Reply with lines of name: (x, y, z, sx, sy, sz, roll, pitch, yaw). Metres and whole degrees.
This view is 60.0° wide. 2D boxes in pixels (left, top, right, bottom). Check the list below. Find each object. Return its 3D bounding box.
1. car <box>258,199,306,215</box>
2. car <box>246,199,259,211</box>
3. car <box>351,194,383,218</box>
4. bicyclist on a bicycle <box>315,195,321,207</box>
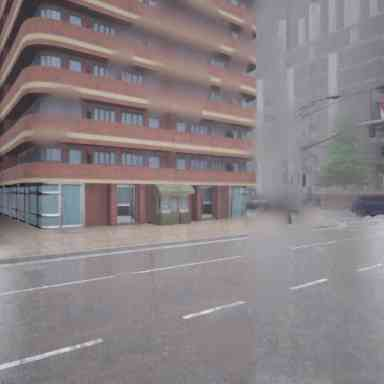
car: (9.002, 1.564, 32.696, 1.994, 1.385, 4.181, 0, 0, -36)
car: (8.404, 1.526, 39.455, 1.812, 1.442, 4.674, 0, 0, -36)
car: (16.517, 1.224, 28.406, 2.150, 2.045, 5.566, 0, 0, -36)
bicyclist on a bicycle: (17.784, 1.301, 46.920, 1.656, 1.620, 0.582, 0, 0, -36)
